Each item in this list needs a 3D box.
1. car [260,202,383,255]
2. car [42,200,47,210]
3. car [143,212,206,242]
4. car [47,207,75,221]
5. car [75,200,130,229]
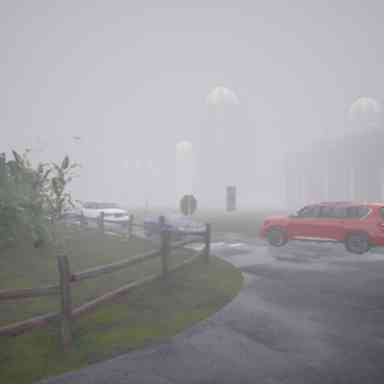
[{"bbox_3d":[5.819,1.476,14.688,5.566,2.045,2.150,0,0,37],"label":"car"},{"bbox_3d":[-20.305,2.034,43.672,2.150,2.045,5.566,1,-2,-37],"label":"car"},{"bbox_3d":[-1.070,1.841,18.471,1.812,1.442,4.674,1,-1,-36],"label":"car"},{"bbox_3d":[-12.999,2.225,34.065,1.895,1.301,4.718,1,-2,-37],"label":"car"},{"bbox_3d":[-6.933,1.690,26.169,2.150,2.045,5.566,1,-2,-38],"label":"car"}]
